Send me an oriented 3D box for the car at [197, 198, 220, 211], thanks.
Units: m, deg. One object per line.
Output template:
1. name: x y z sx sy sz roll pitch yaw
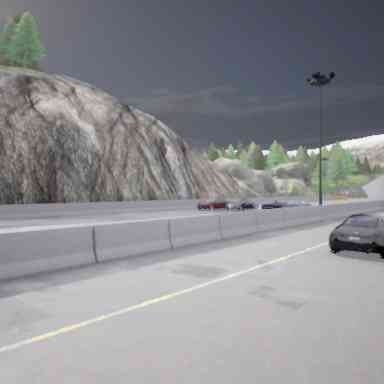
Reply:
1. car: 2.683 1.452 40.559 1.882 1.535 5.008 0 0 41

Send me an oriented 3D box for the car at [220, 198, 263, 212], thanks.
1. car: 5.829 1.464 38.851 2.128 1.511 4.902 0 0 41

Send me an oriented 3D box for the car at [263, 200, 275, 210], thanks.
1. car: 9.785 1.570 38.092 1.895 1.301 4.718 0 0 41

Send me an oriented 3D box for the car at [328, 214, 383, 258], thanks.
1. car: 6.866 1.551 12.869 1.994 1.385 4.181 0 0 41

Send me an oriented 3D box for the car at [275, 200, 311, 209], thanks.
1. car: 10.515 1.497 33.547 1.812 1.442 4.674 0 0 40
